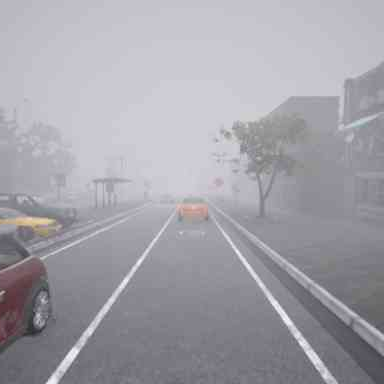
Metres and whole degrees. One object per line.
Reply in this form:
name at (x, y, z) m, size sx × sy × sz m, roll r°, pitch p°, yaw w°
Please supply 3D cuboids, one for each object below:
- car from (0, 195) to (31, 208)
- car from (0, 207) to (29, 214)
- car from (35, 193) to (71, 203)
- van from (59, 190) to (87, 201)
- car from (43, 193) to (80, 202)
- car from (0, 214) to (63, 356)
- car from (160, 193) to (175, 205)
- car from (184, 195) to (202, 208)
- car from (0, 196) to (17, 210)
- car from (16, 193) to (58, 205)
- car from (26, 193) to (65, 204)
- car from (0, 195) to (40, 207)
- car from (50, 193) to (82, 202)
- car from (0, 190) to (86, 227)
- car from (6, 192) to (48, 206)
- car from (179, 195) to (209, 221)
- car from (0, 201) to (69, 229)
car at (-22.070, 1.085, 39.260) m, size 5.008 × 1.535 × 2.097 m, roll 0°, pitch 1°, yaw 0°
car at (-8.975, 1.424, 12.331) m, size 4.674 × 1.452 × 2.002 m, roll 0°, pitch 1°, yaw 0°
car at (-22.116, 0.966, 53.135) m, size 4.792 × 1.488 × 2.163 m, roll 0°, pitch 1°, yaw 0°
van at (-21.977, 0.624, 61.458) m, size 4.442 × 1.987 × 1.878 m, roll 0°, pitch 1°, yaw 0°
car at (-21.904, 0.905, 55.910) m, size 5.366 × 1.575 × 1.946 m, roll 0°, pitch 1°, yaw 0°
car at (-3.348, 1.322, 3.527) m, size 2.097 × 1.767 × 4.553 m, roll 0°, pitch 1°, yaw 0°
car at (-3.309, 0.977, 46.080) m, size 1.837 × 1.490 × 4.892 m, roll 0°, pitch 1°, yaw 0°
car at (0.121, 1.097, 41.566) m, size 2.033 × 1.411 × 5.357 m, roll 0°, pitch 1°, yaw 0°
car at (-22.069, 1.155, 36.483) m, size 4.674 × 1.452 × 2.002 m, roll 0°, pitch 1°, yaw 0°
car at (-22.088, 0.995, 47.586) m, size 5.008 × 1.535 × 2.097 m, roll 0°, pitch 1°, yaw 0°
car at (-22.079, 0.967, 50.361) m, size 4.892 × 1.521 × 2.231 m, roll 0°, pitch 1°, yaw 0°
car at (-22.075, 1.095, 42.035) m, size 4.674 × 1.452 × 2.002 m, roll 0°, pitch 1°, yaw 0°
car at (-22.121, 0.908, 58.687) m, size 4.792 × 1.488 × 2.163 m, roll 0°, pitch 1°, yaw 0°
car at (-8.948, 1.070, 17.935) m, size 5.566 × 2.045 × 2.435 m, roll 0°, pitch 1°, yaw 0°
car at (-22.111, 0.899, 44.809) m, size 4.553 × 1.767 × 2.185 m, roll 0°, pitch 1°, yaw 0°
car at (0.113, 1.112, 24.901) m, size 2.097 × 1.767 × 4.553 m, roll 0°, pitch 1°, yaw 0°
car at (-8.789, 1.349, 15.134) m, size 5.366 × 1.575 × 1.946 m, roll 0°, pitch 1°, yaw 0°
